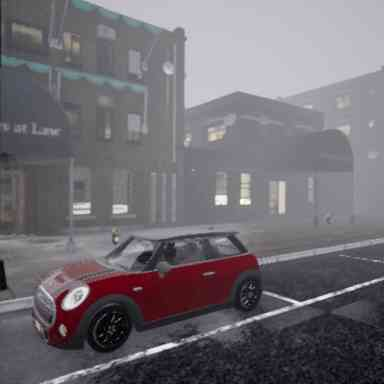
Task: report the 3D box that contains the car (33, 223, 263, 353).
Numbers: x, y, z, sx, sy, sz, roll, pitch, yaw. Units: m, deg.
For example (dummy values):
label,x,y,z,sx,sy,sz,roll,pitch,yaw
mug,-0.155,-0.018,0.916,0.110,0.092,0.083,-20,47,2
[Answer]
label,x,y,z,sx,sy,sz,roll,pitch,yaw
car,-0.648,1.442,6.086,4.097,1.590,1.967,0,0,-35
